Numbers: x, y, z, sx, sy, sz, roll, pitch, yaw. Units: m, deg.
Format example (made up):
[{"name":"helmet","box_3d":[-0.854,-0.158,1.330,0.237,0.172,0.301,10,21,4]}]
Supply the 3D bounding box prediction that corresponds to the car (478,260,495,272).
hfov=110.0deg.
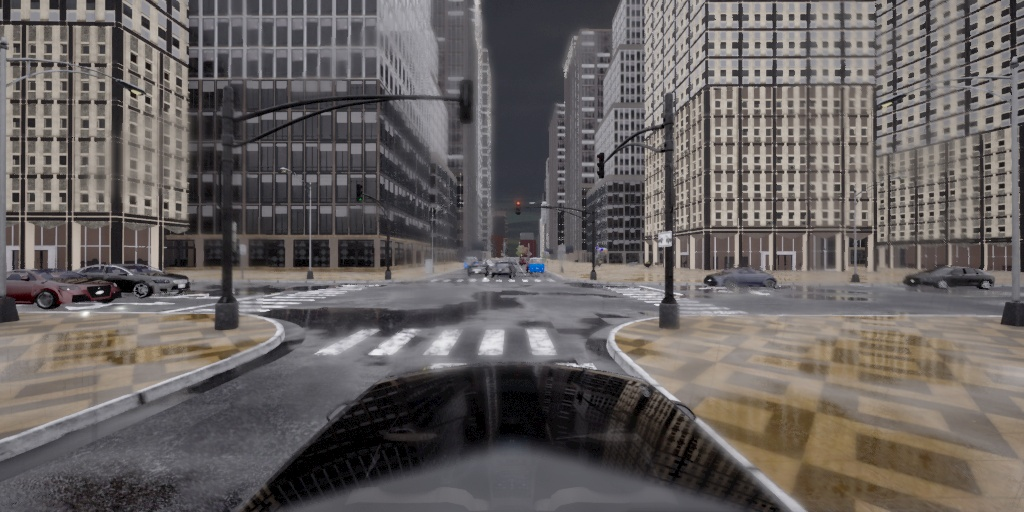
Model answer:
[{"name":"car","box_3d":[-3.191,1.275,45.816,1.812,1.442,4.674,0,0,0]}]

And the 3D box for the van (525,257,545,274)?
[{"name":"van","box_3d":[2.687,1.090,39.808,1.690,1.789,3.998,0,0,0]}]

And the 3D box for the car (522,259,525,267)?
[{"name":"car","box_3d":[2.618,1.295,45.346,1.888,1.381,4.507,0,0,0]}]

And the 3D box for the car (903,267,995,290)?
[{"name":"car","box_3d":[29.562,1.490,24.320,4.892,1.490,1.837,0,0,-1]}]

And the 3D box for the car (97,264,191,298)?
[{"name":"car","box_3d":[-17.809,1.108,16.625,4.902,1.511,2.128,0,0,-1]}]

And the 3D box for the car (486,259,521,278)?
[{"name":"car","box_3d":[-0.673,1.297,34.430,2.033,1.411,5.357,0,0,8]}]

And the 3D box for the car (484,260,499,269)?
[{"name":"car","box_3d":[-3.145,1.297,56.448,2.033,1.411,5.357,0,0,0]}]

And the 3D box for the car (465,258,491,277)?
[{"name":"car","box_3d":[-3.231,1.241,35.641,2.128,1.511,4.902,0,0,0]}]

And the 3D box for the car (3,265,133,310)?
[{"name":"car","box_3d":[-17.424,1.169,13.382,4.181,1.385,1.994,0,0,-1]}]

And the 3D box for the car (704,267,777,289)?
[{"name":"car","box_3d":[15.219,1.458,24.013,4.181,1.385,1.994,0,0,-1]}]
